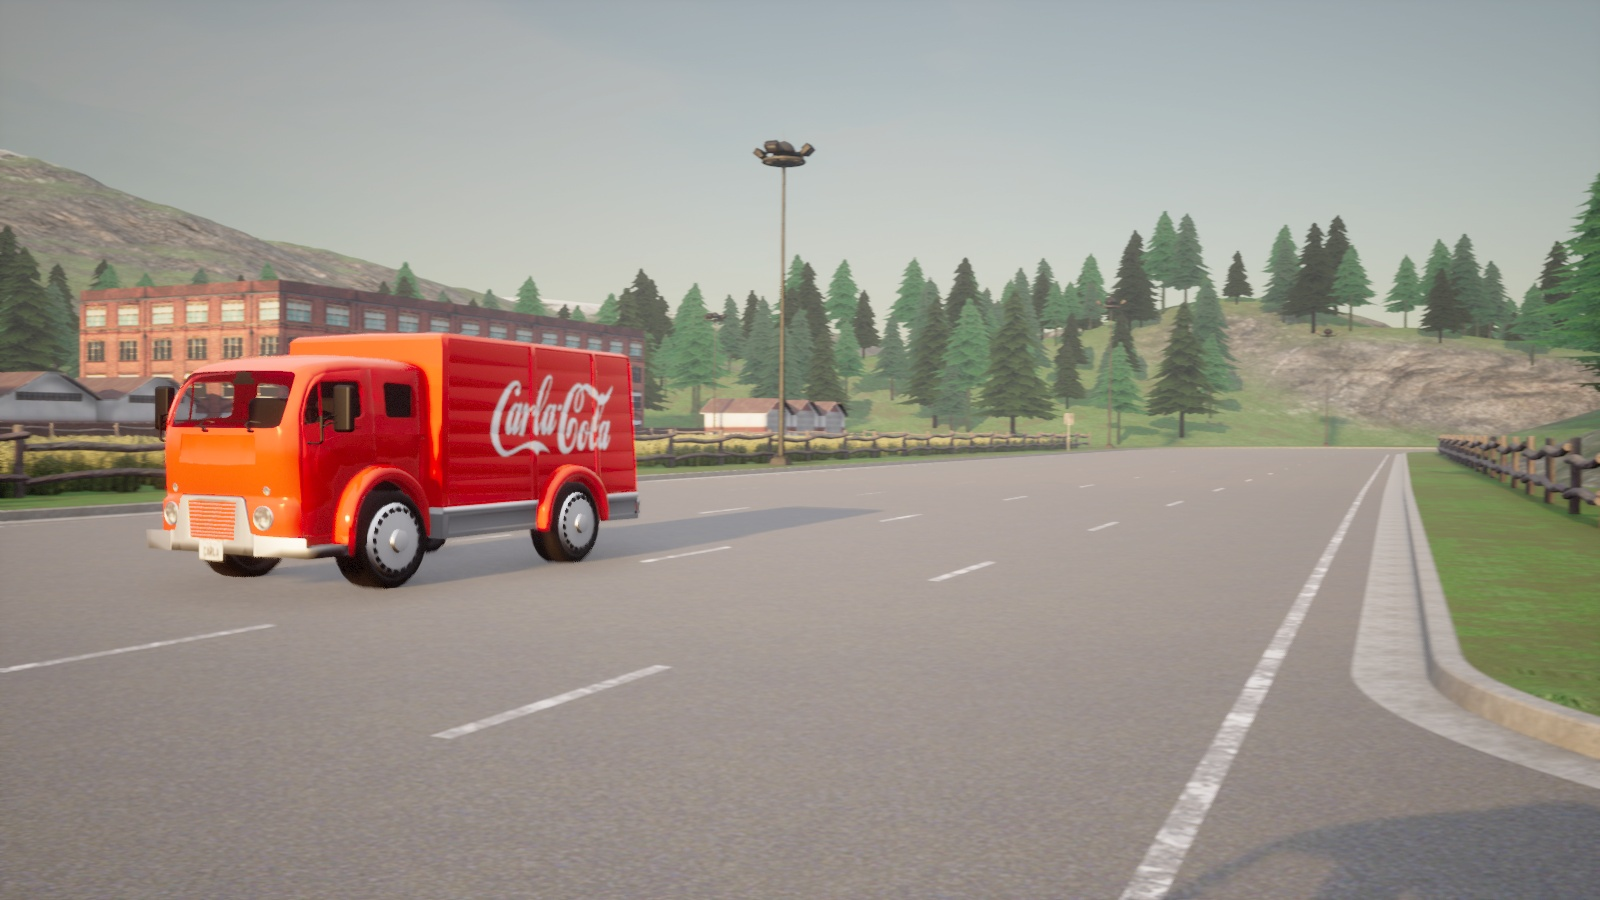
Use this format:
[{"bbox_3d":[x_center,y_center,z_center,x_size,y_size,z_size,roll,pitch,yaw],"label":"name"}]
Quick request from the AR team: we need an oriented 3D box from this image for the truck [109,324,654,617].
[{"bbox_3d":[-4.094,0.123,13.459,2.627,2.467,5.204,0,1,25],"label":"truck"}]
